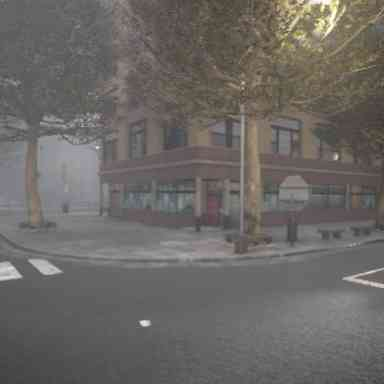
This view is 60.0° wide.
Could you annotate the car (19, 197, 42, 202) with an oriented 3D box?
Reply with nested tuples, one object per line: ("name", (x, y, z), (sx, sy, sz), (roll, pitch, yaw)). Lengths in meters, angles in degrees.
("car", (-35.122, 1.465, 72.691), (4.674, 1.452, 2.002), (1, 0, -36))
